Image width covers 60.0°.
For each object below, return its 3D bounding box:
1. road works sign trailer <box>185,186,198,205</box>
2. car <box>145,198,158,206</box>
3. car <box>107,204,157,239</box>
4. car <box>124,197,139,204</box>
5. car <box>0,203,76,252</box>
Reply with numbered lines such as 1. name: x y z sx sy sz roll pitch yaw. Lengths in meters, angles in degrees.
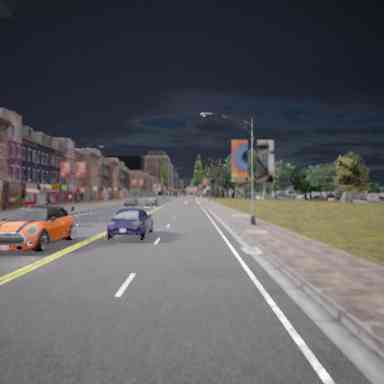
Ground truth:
1. road works sign trailer: 0.005 0.648 61.581 2.380 3.560 2.880 0 0 0
2. car: -6.559 1.690 54.398 1.812 1.442 4.674 0 0 0
3. car: -3.148 1.582 17.425 1.812 1.442 4.674 0 0 0
4. car: -9.808 1.669 53.976 1.837 1.490 4.892 0 0 0
5. car: -6.597 1.397 13.971 2.097 1.767 4.553 0 0 0
